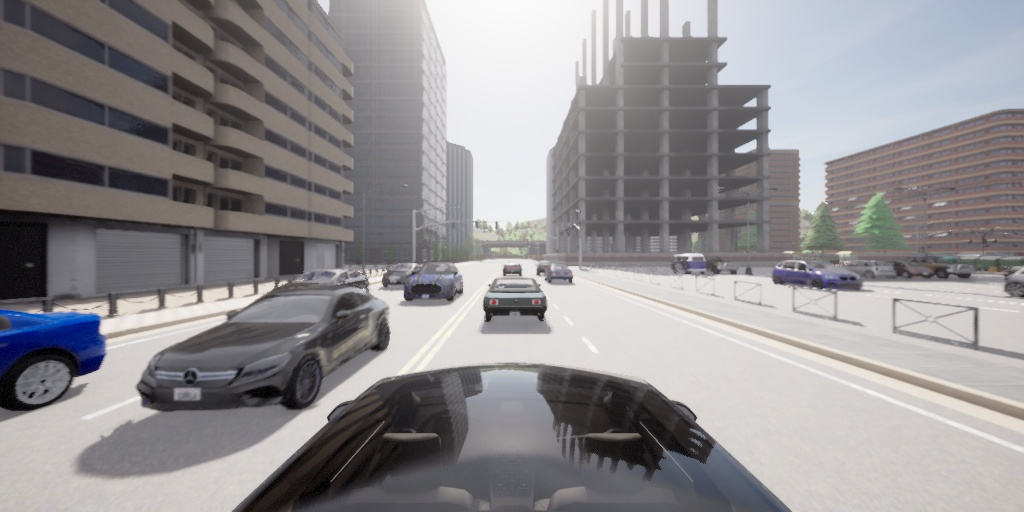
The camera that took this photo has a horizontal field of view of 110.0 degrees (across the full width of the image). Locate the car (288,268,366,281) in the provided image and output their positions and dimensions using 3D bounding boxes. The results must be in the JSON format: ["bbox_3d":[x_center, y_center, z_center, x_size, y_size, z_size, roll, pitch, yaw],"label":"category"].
[{"bbox_3d":[-7.104,1.242,13.757,2.128,1.511,4.902,0,0,0],"label":"car"}]

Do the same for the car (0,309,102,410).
[{"bbox_3d":[-7.101,1.230,3.294,1.882,1.535,5.008,0,0,0],"label":"car"}]

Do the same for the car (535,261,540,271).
[{"bbox_3d":[3.484,1.247,37.501,1.837,1.490,4.892,0,0,0],"label":"car"}]

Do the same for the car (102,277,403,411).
[{"bbox_3d":[-3.592,1.276,6.296,1.812,1.442,4.674,0,0,0],"label":"car"}]

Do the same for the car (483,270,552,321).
[{"bbox_3d":[0.090,1.349,12.437,1.895,1.301,4.718,0,0,0],"label":"car"}]

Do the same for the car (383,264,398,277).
[{"bbox_3d":[-7.077,1.240,24.004,2.128,1.511,4.902,0,0,0],"label":"car"}]

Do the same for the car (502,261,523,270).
[{"bbox_3d":[0.056,1.233,35.100,2.128,1.511,4.902,0,0,0],"label":"car"}]

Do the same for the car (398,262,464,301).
[{"bbox_3d":[-3.600,1.100,17.216,2.097,1.767,4.553,0,0,0],"label":"car"}]

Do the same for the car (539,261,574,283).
[{"bbox_3d":[3.536,1.291,27.777,2.033,1.411,5.357,0,0,0],"label":"car"}]
